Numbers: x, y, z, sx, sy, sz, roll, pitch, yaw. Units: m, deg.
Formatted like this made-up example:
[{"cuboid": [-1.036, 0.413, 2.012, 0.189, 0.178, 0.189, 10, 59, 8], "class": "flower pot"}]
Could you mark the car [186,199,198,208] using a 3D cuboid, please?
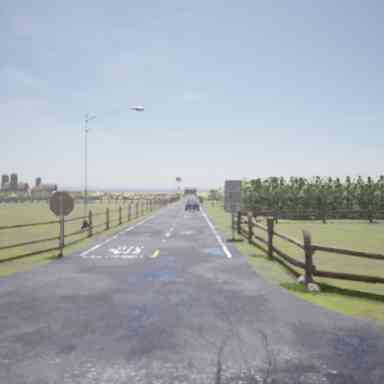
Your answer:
[{"cuboid": [0.048, 2.012, 58.121, 2.033, 1.411, 5.357, 0, 0, 0], "class": "car"}]

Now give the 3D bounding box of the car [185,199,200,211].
[{"cuboid": [0.040, 1.743, 48.087, 2.097, 1.767, 4.553, 0, 0, 0], "class": "car"}]
